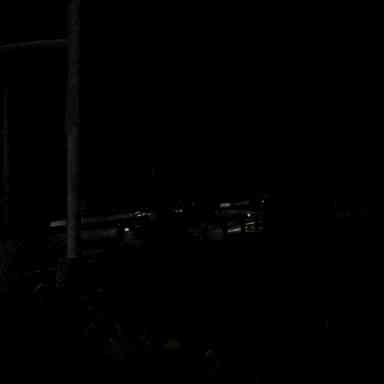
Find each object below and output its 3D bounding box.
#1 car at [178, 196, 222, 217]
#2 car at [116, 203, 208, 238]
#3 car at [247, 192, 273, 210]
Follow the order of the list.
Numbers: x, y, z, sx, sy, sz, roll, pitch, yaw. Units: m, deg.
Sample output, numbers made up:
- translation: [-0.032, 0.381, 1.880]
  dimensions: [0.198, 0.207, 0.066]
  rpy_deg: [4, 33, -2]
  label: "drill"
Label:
- translation: [0.095, 1.091, 22.946]
  dimensions: [2.128, 1.511, 4.902]
  rpy_deg: [0, 3, 41]
  label: "car"
- translation: [-1.438, 1.478, 15.459]
  dimensions: [1.994, 1.385, 4.181]
  rpy_deg: [0, 2, 40]
  label: "car"
- translation: [6.974, 0.779, 30.642]
  dimensions: [1.882, 1.535, 5.008]
  rpy_deg: [0, 1, 42]
  label: "car"
